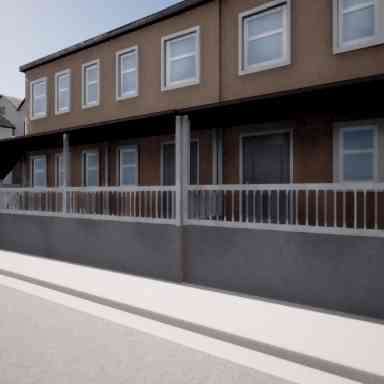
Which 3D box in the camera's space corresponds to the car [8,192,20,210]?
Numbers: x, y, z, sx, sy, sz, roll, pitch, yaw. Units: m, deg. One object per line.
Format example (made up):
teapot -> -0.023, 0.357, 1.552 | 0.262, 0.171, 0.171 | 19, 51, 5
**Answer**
car -> -15.132, 0.850, 28.667 | 2.033, 1.411, 5.357 | 0, 16, 34
